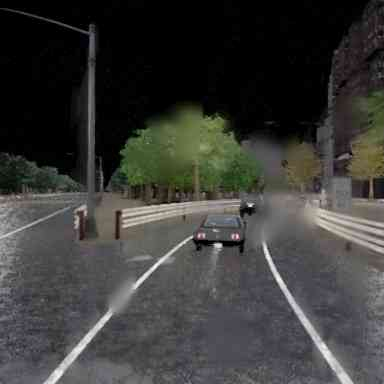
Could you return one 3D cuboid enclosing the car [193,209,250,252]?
[{"bbox_3d":[1.341,1.609,14.035,1.895,1.301,4.718,0,0,10],"label":"car"}]

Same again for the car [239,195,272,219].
[{"bbox_3d":[5.792,1.244,29.904,2.150,2.045,5.566,0,0,22],"label":"car"}]
